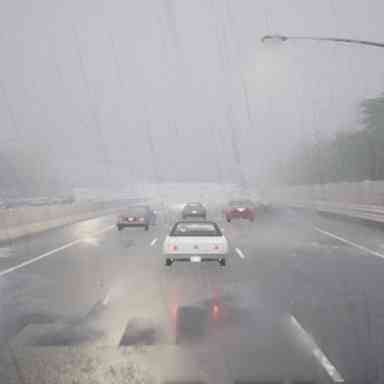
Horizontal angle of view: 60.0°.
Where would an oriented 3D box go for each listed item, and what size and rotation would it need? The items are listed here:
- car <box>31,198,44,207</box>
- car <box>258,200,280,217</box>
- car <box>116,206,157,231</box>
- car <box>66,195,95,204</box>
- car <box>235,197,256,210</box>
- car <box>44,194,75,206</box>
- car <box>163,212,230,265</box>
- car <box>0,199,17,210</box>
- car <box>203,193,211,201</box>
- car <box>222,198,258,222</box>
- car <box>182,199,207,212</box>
[{"bbox_3d":[-20.826,1.555,46.938,1.837,1.490,4.892,0,-1,1],"label":"car"},{"bbox_3d":[6.974,1.497,31.511,1.882,1.535,5.008,0,0,2],"label":"car"},{"bbox_3d":[-3.347,1.552,20.774,2.033,1.411,5.357,0,0,0],"label":"car"},{"bbox_3d":[-13.884,1.516,42.394,1.882,1.535,5.008,0,0,1],"label":"car"},{"bbox_3d":[7.268,1.541,45.373,2.128,1.511,4.902,0,0,1],"label":"car"},{"bbox_3d":[-17.354,1.269,44.958,2.150,2.045,5.566,0,-1,1],"label":"car"},{"bbox_3d":[0.118,1.600,11.585,1.895,1.301,4.718,0,0,0],"label":"car"},{"bbox_3d":[-24.365,1.602,42.701,1.994,1.385,4.181,0,0,1],"label":"car"},{"bbox_3d":[4.408,1.631,93.022,1.882,1.535,5.008,0,0,1],"label":"car"},{"bbox_3d":[3.578,1.362,26.275,2.097,1.767,4.553,0,0,0],"label":"car"},{"bbox_3d":[0.195,1.578,28.826,1.994,1.385,4.181,0,0,0],"label":"car"}]
